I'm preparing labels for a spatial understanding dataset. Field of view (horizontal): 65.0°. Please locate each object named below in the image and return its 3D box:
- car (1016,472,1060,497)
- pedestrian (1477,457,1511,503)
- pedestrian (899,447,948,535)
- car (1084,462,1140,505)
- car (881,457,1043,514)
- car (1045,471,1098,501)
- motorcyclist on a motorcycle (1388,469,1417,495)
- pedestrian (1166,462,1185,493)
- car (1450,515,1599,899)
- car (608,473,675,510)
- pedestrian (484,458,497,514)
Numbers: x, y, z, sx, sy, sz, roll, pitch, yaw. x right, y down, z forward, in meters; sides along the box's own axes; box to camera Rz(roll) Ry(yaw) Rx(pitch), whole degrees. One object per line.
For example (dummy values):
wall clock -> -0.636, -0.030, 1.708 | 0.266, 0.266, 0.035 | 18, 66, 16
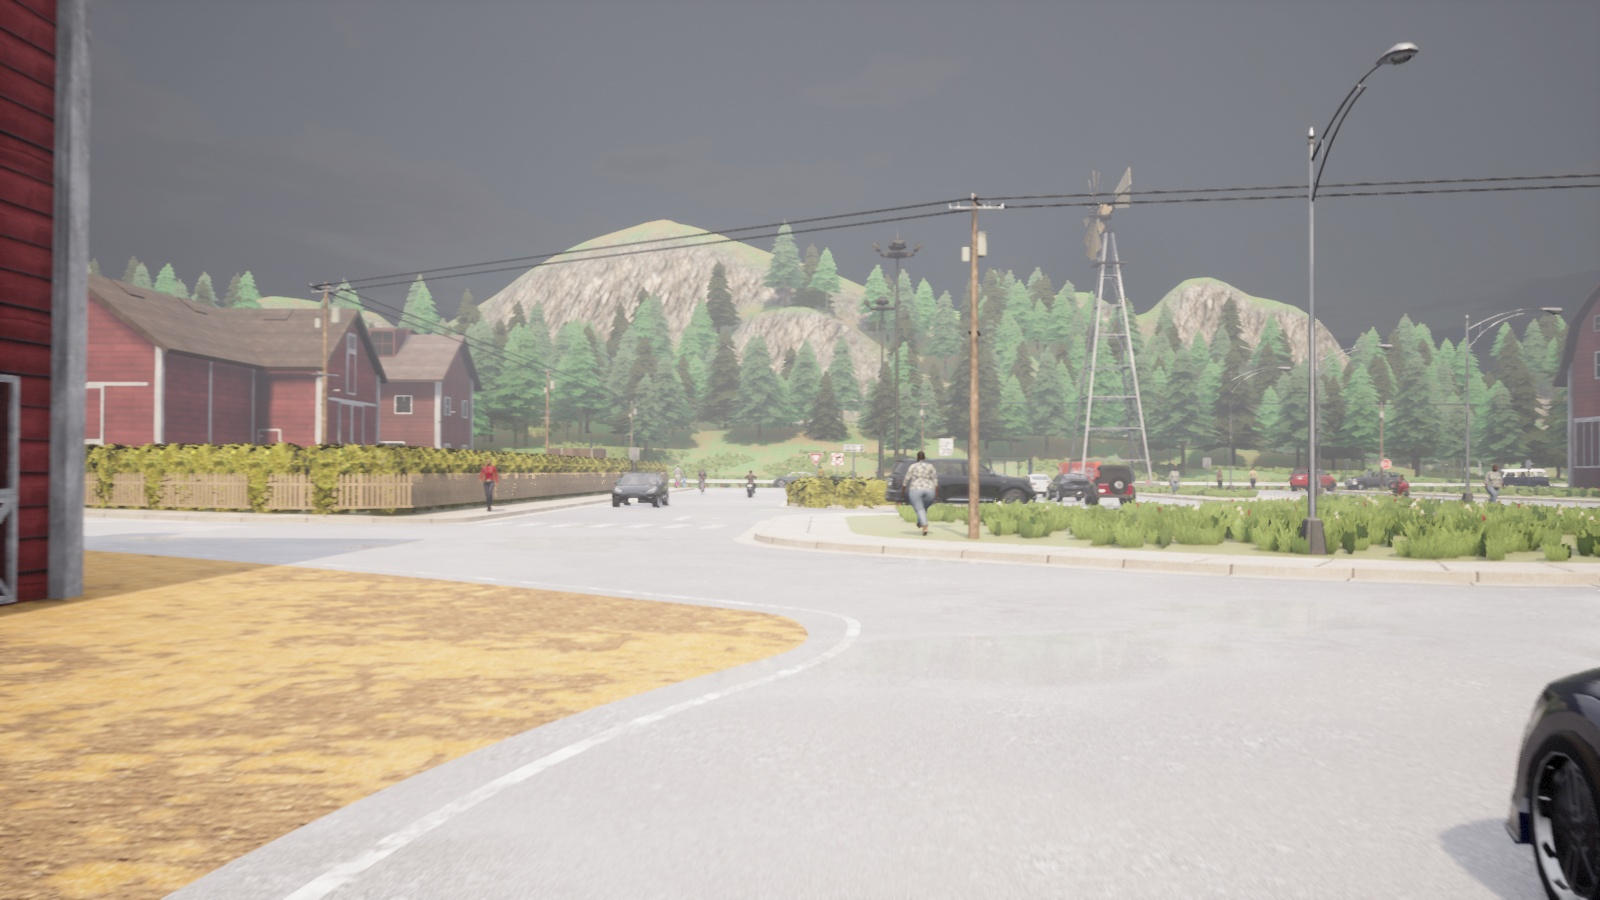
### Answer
car -> 14.480, 2.072, 76.657 | 1.812, 1.442, 4.674 | 0, -1, 1
pedestrian -> 28.249, 1.225, 51.147 | 0.874, 1.855, 0.900 | 0, -1, 0
pedestrian -> 2.657, 0.872, 27.109 | 0.874, 1.855, 0.900 | 0, -1, -6
car -> 14.145, 1.514, 57.102 | 1.905, 1.878, 3.866 | 0, -1, 6
car -> 5.962, 1.290, 46.466 | 5.566, 2.045, 2.150 | 0, -1, -10
car -> 14.344, 1.883, 66.608 | 1.837, 1.490, 4.892 | 0, -1, 1
motorcyclist on a motorcycle -> 36.845, 1.950, 76.811 | 0.797, 1.523, 2.044 | 0, -1, 0
pedestrian -> 23.052, 1.679, 77.146 | 0.874, 1.855, 0.900 | 0, -1, -3
car -> 3.533, 0.915, 3.027 | 1.994, 1.385, 4.181 | 0, -1, 4
car -> -6.715, 1.736, 53.595 | 2.163, 1.488, 4.792 | 0, -1, 1
pedestrian -> -10.290, 1.206, 41.751 | 0.331, 1.846, 0.636 | 0, -1, -4
